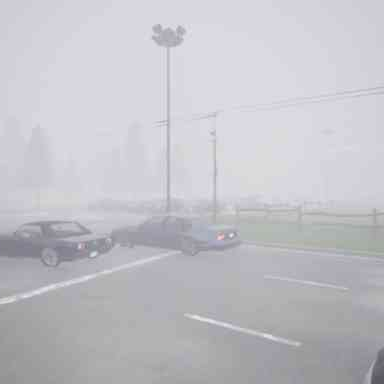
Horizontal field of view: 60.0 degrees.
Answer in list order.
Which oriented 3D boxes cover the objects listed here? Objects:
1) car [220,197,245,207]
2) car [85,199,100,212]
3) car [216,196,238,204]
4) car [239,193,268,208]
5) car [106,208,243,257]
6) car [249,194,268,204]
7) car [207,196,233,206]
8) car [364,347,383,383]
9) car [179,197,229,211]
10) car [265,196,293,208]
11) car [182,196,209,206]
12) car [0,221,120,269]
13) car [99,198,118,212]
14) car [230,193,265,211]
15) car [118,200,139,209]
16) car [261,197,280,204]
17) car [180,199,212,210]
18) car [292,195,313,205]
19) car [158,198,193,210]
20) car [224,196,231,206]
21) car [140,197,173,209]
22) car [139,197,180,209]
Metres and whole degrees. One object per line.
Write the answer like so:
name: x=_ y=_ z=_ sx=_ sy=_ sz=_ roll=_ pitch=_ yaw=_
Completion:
car: x=6.465 y=1.562 z=52.135 sx=1.812 sy=1.442 sz=4.674 roll=0 pitch=0 yaw=36
car: x=-10.674 y=1.548 z=40.555 sx=1.837 sy=1.490 sz=4.892 roll=0 pitch=0 yaw=36
car: x=6.816 y=1.537 z=64.300 sx=2.128 sy=1.511 sz=4.902 roll=0 pitch=0 yaw=36
car: x=9.343 y=1.251 z=50.146 sx=2.150 sy=2.045 sz=5.566 roll=0 pitch=0 yaw=36
car: x=-0.741 y=1.559 z=12.955 sx=5.357 sy=1.411 sz=2.033 roll=0 pitch=0 yaw=33
car: x=13.516 y=1.388 z=67.514 sx=2.097 sy=1.767 sz=4.553 roll=0 pitch=0 yaw=36
car: x=4.721 y=1.518 z=55.642 sx=1.882 sy=1.535 sz=5.008 roll=0 pitch=0 yaw=37
car: x=3.508 y=1.489 z=1.484 sx=4.902 sy=1.511 sz=2.128 roll=0 pitch=0 yaw=36
car: x=1.319 y=1.517 z=33.273 sx=2.128 sy=1.511 sz=4.902 roll=0 pitch=0 yaw=36
car: x=12.630 y=1.628 z=48.708 sx=1.895 sy=1.301 sz=4.718 roll=0 pitch=0 yaw=36
car: x=0.635 y=1.536 z=55.977 sx=2.128 sy=1.511 sz=4.902 roll=0 pitch=0 yaw=37
car: x=-5.004 y=1.615 z=11.148 sx=4.718 sy=1.301 sz=1.895 roll=0 pitch=0 yaw=26
car: x=-7.902 y=1.640 z=38.418 sx=1.895 sy=1.301 sz=4.718 roll=0 pitch=0 yaw=36
car: x=6.726 y=1.378 z=40.668 sx=2.097 sy=1.767 sz=4.553 roll=0 pitch=0 yaw=36
car: x=-5.088 y=1.582 z=36.347 sx=2.033 sy=1.411 sz=5.357 roll=0 pitch=0 yaw=36
car: x=15.064 y=1.637 z=63.718 sx=1.895 sy=1.301 sz=4.718 roll=0 pitch=0 yaw=37
car: x=0.563 y=1.636 z=44.093 sx=1.895 sy=1.301 sz=4.718 roll=0 pitch=0 yaw=36
car: x=19.542 y=1.506 z=58.056 sx=1.882 sy=1.535 sz=5.008 roll=0 pitch=0 yaw=37
car: x=-2.219 y=1.587 z=46.220 sx=2.033 sy=1.411 sz=5.357 roll=0 pitch=0 yaw=36
car: x=2.529 y=1.556 z=40.858 sx=1.812 sy=1.442 sz=4.674 roll=0 pitch=0 yaw=36
car: x=-5.081 y=1.522 z=48.230 sx=1.882 sy=1.535 sz=5.008 roll=0 pitch=0 yaw=36
car: x=-2.724 y=1.382 z=33.617 sx=2.097 sy=1.767 sz=4.553 roll=0 pitch=0 yaw=36
